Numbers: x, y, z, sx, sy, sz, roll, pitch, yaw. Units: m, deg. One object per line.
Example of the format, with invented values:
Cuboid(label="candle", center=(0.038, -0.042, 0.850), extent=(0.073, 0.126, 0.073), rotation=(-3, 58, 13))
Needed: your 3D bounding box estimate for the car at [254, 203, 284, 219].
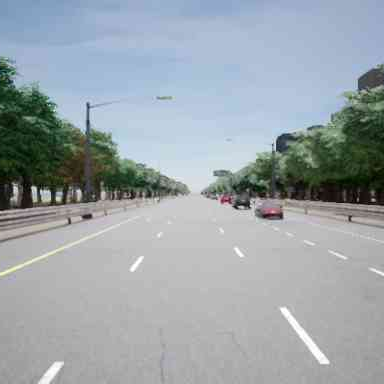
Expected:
Cuboid(label="car", center=(7.063, 1.678, 30.868), extent=(1.994, 1.385, 4.181), rotation=(0, 0, 0))

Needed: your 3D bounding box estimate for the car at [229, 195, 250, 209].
Cuboid(label="car", center=(7.145, 1.427, 48.862), extent=(2.150, 2.045, 5.566), rotation=(0, 0, 0))

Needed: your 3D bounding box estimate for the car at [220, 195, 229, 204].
Cuboid(label="car", center=(7.310, 1.565, 72.433), extent=(2.150, 2.045, 5.566), rotation=(0, 0, 0))
